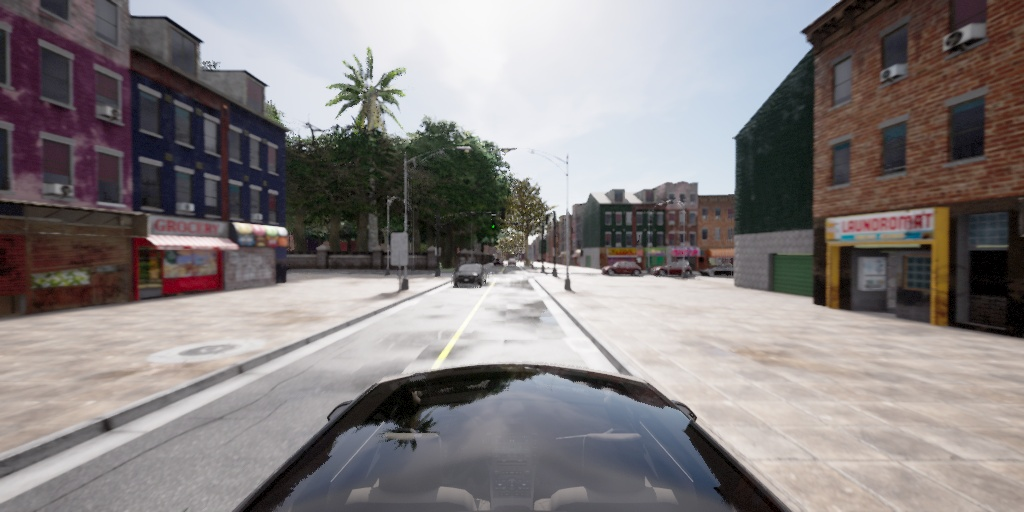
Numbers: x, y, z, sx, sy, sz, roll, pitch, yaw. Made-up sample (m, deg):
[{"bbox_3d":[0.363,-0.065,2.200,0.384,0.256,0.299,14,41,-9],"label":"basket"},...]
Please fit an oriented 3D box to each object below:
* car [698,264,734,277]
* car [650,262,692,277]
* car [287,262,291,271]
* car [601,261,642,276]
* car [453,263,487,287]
[{"bbox_3d":[22.692,1.585,39.107,4.313,1.339,1.948,0,0,0],"label":"car"},{"bbox_3d":[17.258,1.397,39.107,4.097,1.591,1.967,0,0,0],"label":"car"},{"bbox_3d":[-26.493,1.063,39.109,4.313,1.339,1.948,0,0,0],"label":"car"},{"bbox_3d":[11.824,1.336,39.108,4.097,1.591,1.967,0,0,0],"label":"car"},{"bbox_3d":[-2.799,1.226,24.737,1.882,1.535,5.008,0,0,1],"label":"car"}]
